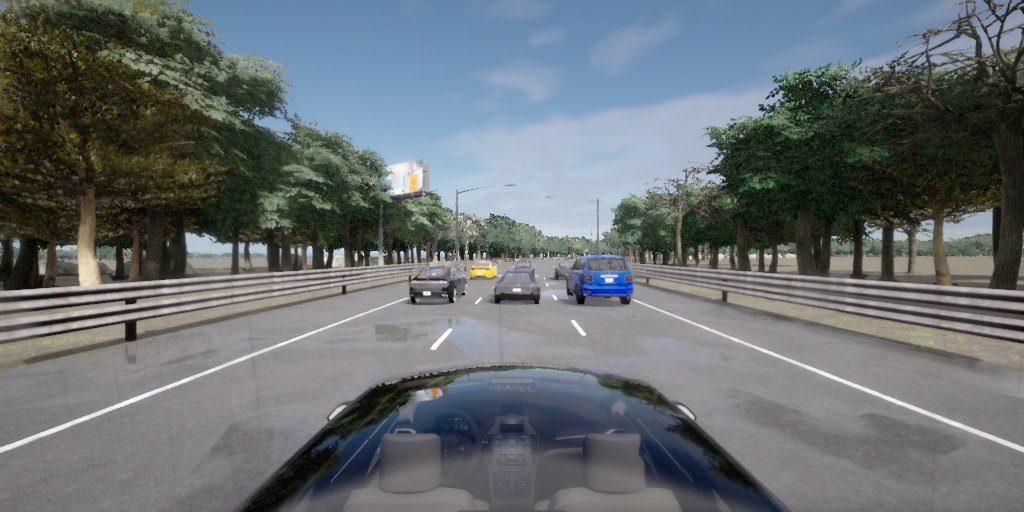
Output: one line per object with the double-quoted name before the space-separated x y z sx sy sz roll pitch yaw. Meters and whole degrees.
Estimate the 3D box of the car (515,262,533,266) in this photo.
"car" 1.084 1.246 31.076 2.128 1.511 4.902 0 0 4

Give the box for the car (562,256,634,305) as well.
"car" 3.769 1.006 16.193 2.150 2.045 5.566 0 0 2

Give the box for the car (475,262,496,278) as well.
"car" -2.407 1.236 31.332 1.882 1.535 5.008 0 0 4

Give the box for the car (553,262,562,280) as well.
"car" 4.575 1.246 30.820 2.128 1.511 4.902 0 0 4

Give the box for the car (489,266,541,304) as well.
"car" 0.271 1.320 16.291 1.994 1.385 4.181 0 0 2

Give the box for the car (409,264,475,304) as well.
"car" -3.227 1.243 16.420 2.128 1.511 4.902 0 0 2
